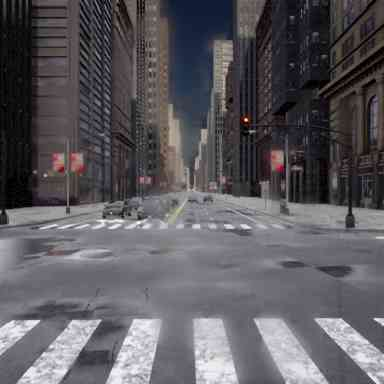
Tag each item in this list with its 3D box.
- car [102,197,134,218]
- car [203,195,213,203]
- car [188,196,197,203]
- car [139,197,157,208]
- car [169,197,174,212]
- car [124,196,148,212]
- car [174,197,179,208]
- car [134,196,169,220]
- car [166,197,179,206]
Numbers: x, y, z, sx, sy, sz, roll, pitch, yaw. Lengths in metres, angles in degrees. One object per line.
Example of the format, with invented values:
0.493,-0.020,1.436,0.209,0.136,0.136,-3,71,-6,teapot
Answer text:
-6.601,1.490,29.590,1.837,1.490,4.892,0,0,0,car
3.348,1.431,69.916,1.837,1.490,4.892,0,0,0,car
0.098,1.474,69.828,2.033,1.411,5.357,0,0,0,car
-6.590,1.514,50.041,2.033,1.411,5.357,0,0,0,car
-3.353,1.505,36.473,1.812,1.442,4.674,0,0,0,car
-6.598,1.329,39.744,2.097,1.767,4.553,0,0,0,car
-3.340,1.534,46.496,1.994,1.385,4.181,0,0,0,car
-3.291,1.339,27.689,2.097,1.767,4.553,0,0,-2,car
-3.315,1.557,56.513,1.895,1.301,4.718,0,0,0,car
